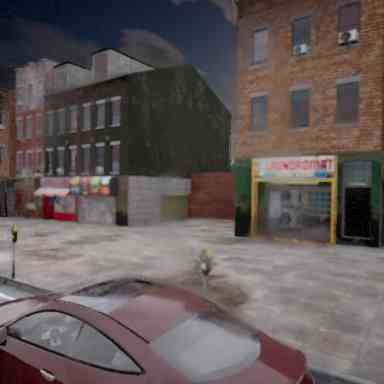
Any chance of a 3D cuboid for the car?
[{"bbox_3d":[-0.894,1.589,3.429,4.206,1.307,1.802,0,1,36],"label":"car"}]
